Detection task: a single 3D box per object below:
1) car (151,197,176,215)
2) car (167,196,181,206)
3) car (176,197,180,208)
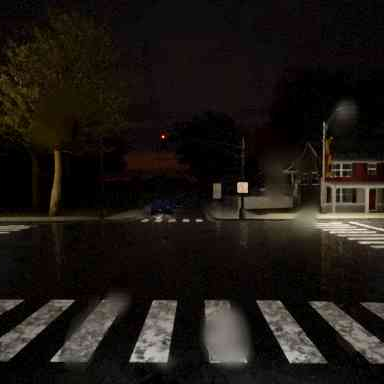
[{"bbox_3d":[-2.973,1.447,33.816,1.882,1.535,5.008,0,0,0],"label":"car"},{"bbox_3d":[-2.889,1.484,54.747,2.033,1.411,5.357,0,0,0],"label":"car"},{"bbox_3d":[-2.933,1.460,44.119,1.837,1.490,4.892,0,0,0],"label":"car"}]
